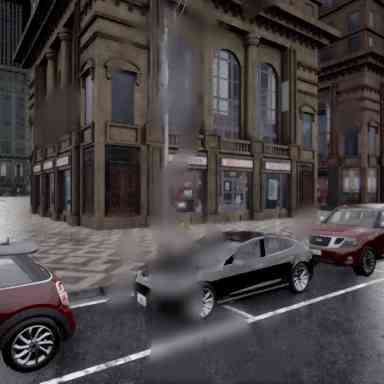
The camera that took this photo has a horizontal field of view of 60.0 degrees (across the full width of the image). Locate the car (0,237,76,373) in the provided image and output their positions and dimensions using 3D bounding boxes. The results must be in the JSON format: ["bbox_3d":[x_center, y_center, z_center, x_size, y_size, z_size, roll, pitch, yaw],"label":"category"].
[{"bbox_3d":[-3.696,1.440,4.013,4.097,1.590,1.967,0,0,-35],"label":"car"}]

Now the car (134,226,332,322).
[{"bbox_3d":[0.872,1.566,7.255,4.313,1.339,1.947,0,0,-35],"label":"car"}]

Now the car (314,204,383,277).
[{"bbox_3d":[5.442,1.316,10.496,5.009,1.841,2.192,0,0,-35],"label":"car"}]
